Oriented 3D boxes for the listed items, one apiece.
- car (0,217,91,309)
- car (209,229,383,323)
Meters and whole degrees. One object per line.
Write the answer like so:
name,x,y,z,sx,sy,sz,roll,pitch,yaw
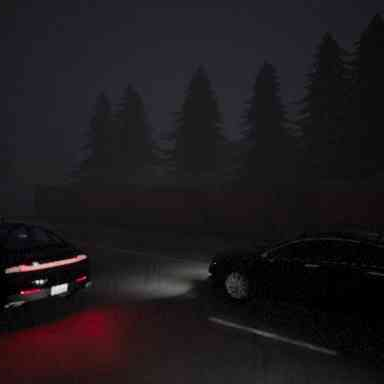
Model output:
car,-4.207,1.414,7.061,4.902,1.511,2.128,1,0,36
car,2.613,1.491,6.437,4.892,1.490,1.837,1,0,36
